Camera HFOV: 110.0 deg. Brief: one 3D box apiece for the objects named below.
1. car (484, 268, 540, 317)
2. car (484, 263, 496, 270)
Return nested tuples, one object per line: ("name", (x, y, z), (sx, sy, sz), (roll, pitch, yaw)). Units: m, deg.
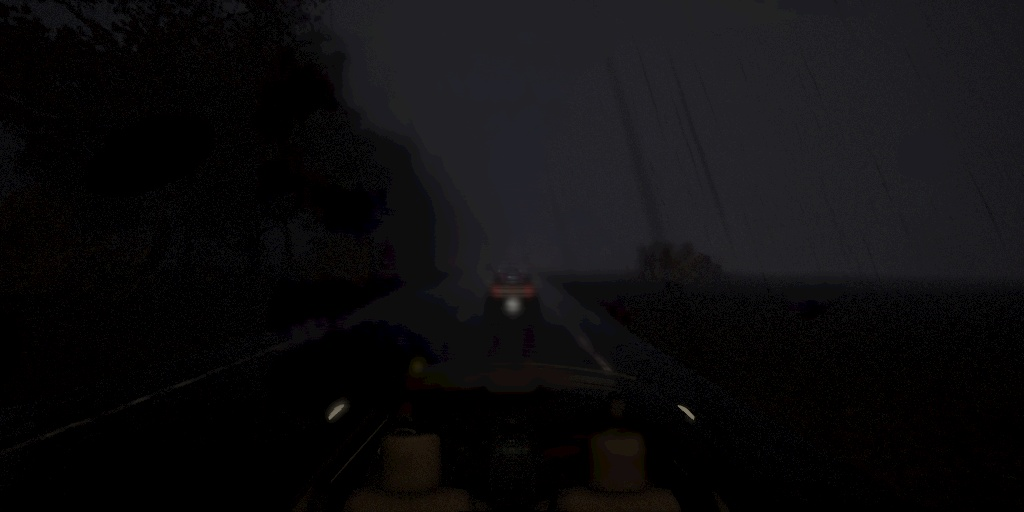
("car", (0.048, 1.401, 14.074), (2.128, 1.511, 4.902), (0, -1, 0))
("car", (-3.556, 1.955, 58.459), (2.128, 1.511, 4.902), (0, -1, 0))
